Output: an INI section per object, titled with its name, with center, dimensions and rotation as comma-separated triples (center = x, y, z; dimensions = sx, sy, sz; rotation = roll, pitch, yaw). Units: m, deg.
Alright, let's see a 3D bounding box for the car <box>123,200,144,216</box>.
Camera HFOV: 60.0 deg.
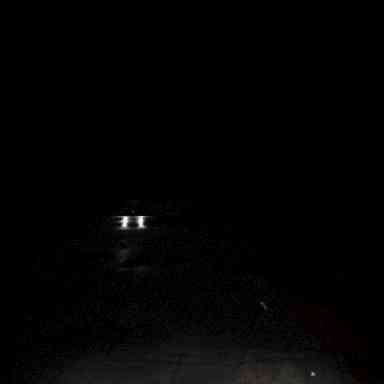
[car]
center = -5.625, 1.480, 32.251
dimensions = 1.812, 1.442, 4.674
rotation = 0, 0, -8
